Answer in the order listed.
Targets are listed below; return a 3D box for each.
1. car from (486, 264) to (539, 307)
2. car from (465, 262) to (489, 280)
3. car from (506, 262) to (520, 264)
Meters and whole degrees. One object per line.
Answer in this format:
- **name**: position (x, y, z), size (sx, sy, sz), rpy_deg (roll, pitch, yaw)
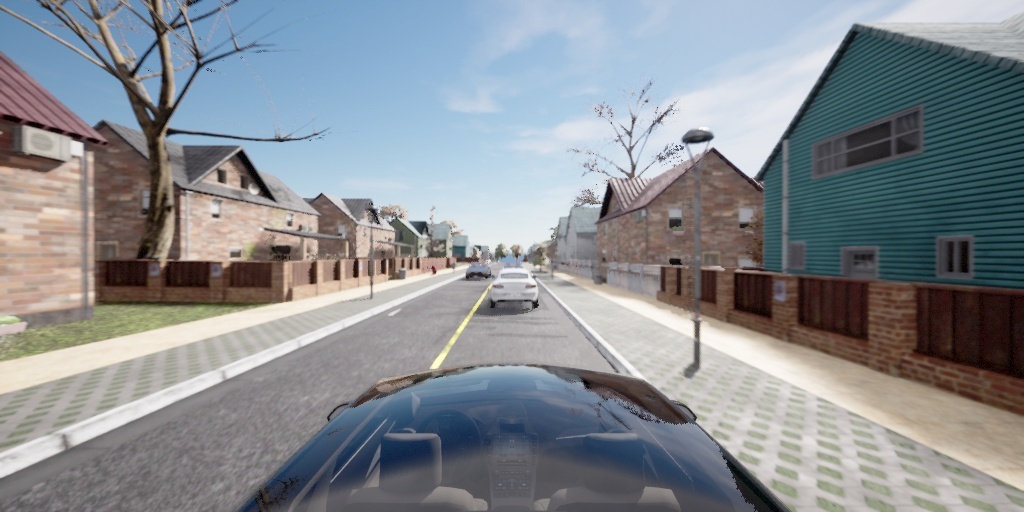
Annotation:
- **car**: position (0.083, 1.227, 14.945), size (1.812, 1.442, 4.674), rpy_deg (0, 0, 0)
- **car**: position (-2.757, 1.224, 30.168), size (2.033, 1.411, 5.357), rpy_deg (0, 0, 0)
- **car**: position (0.093, 1.223, 34.004), size (2.033, 1.411, 5.357), rpy_deg (0, 0, 0)
